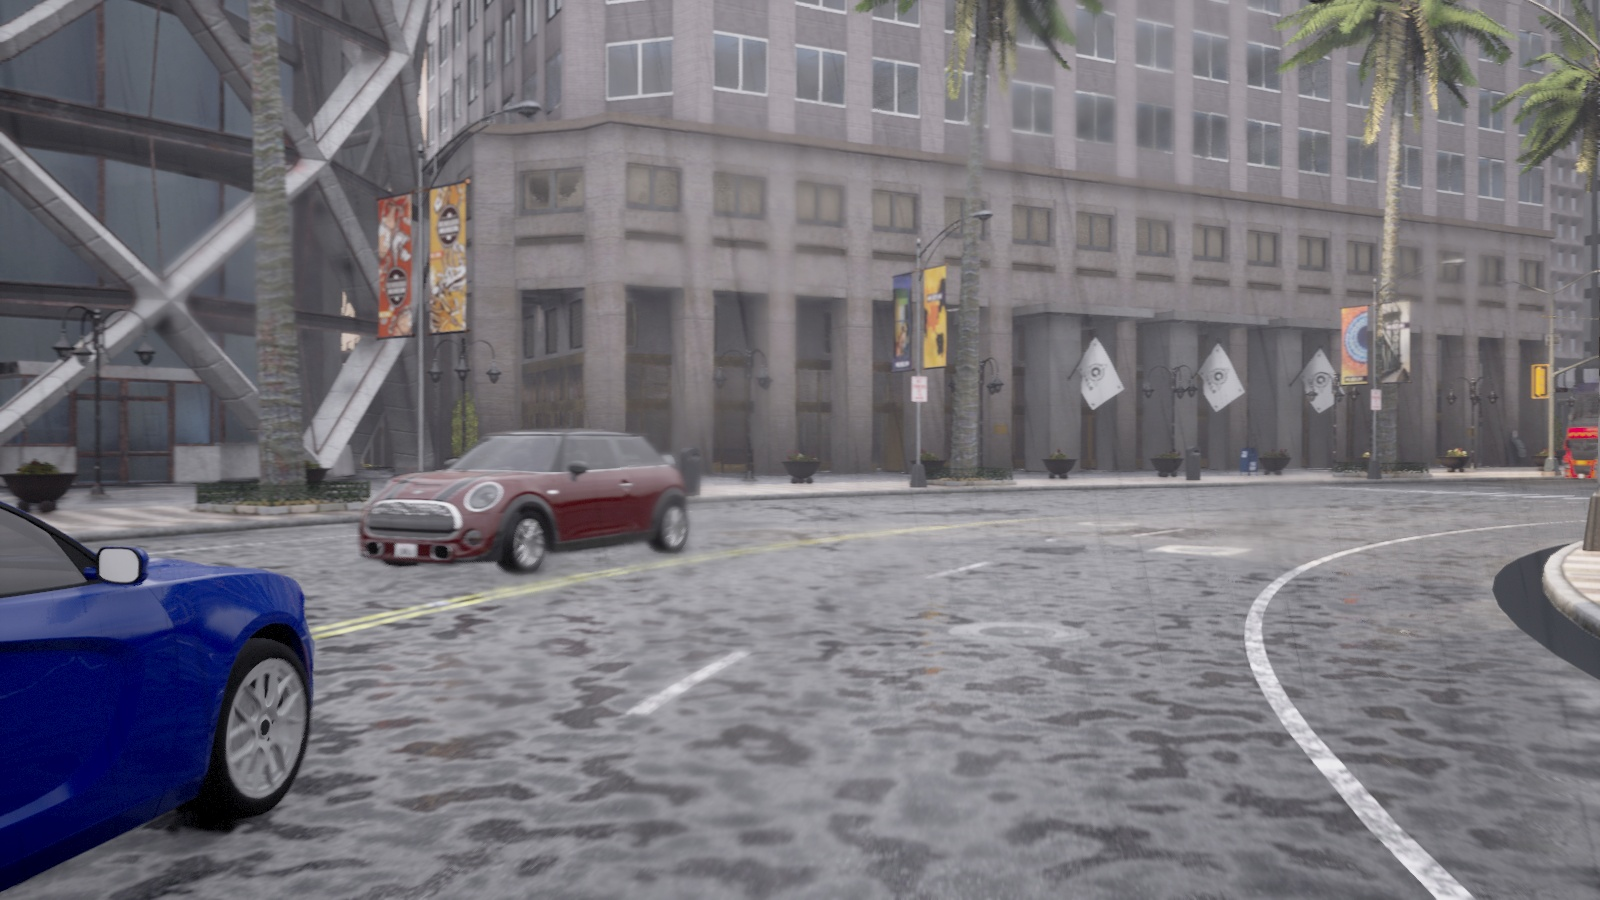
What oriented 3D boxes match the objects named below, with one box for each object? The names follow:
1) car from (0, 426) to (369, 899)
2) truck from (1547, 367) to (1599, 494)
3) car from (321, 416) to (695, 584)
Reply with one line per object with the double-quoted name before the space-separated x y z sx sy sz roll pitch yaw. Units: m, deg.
"car" -3.193 0.698 3.494 1.882 1.535 5.008 0 0 5
"truck" 28.317 -0.583 38.861 8.468 3.827 2.891 0 0 8
"car" -3.413 0.510 15.675 2.097 1.767 4.553 0 0 27
